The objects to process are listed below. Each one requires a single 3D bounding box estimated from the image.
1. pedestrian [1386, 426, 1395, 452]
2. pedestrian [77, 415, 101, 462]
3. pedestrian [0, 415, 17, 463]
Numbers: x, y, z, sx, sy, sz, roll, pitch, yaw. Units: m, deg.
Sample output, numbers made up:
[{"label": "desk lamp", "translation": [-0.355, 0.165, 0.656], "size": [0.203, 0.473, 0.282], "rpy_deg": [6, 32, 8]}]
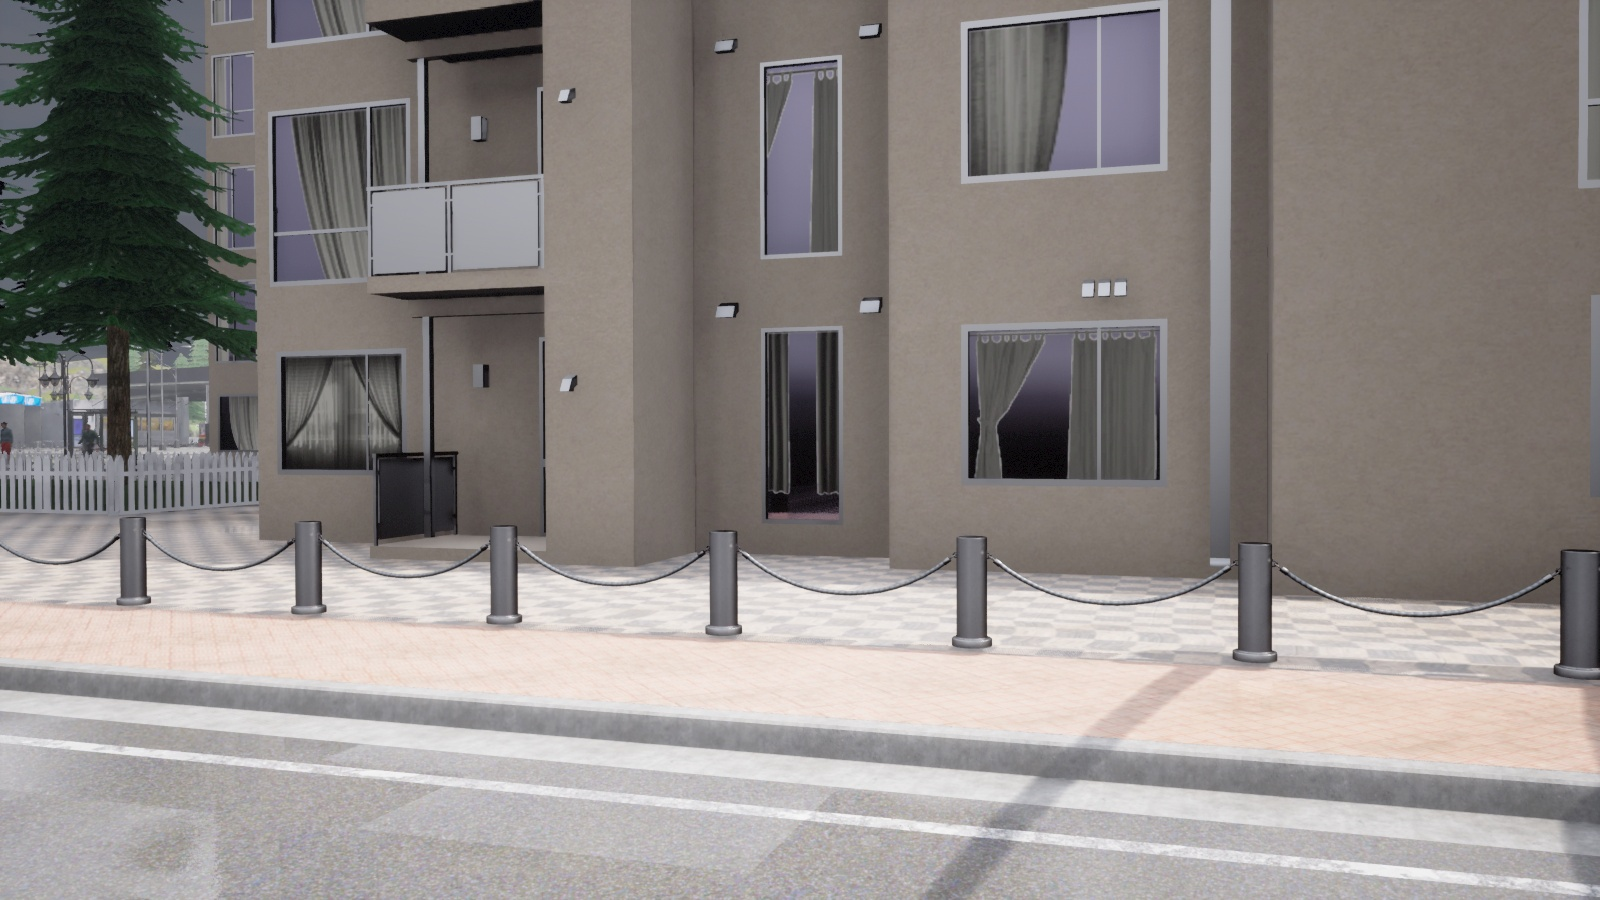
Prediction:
[{"label": "pedestrian", "translation": [41.198, -0.776, 87.603], "size": [0.431, 1.840, 0.703], "rpy_deg": [0, 1, 17]}, {"label": "pedestrian", "translation": [-29.719, -0.480, 52.520], "size": [0.423, 1.949, 0.788], "rpy_deg": [0, 1, 17]}, {"label": "pedestrian", "translation": [-30.784, -0.424, 48.721], "size": [0.353, 1.847, 0.614], "rpy_deg": [0, 1, 17]}]
